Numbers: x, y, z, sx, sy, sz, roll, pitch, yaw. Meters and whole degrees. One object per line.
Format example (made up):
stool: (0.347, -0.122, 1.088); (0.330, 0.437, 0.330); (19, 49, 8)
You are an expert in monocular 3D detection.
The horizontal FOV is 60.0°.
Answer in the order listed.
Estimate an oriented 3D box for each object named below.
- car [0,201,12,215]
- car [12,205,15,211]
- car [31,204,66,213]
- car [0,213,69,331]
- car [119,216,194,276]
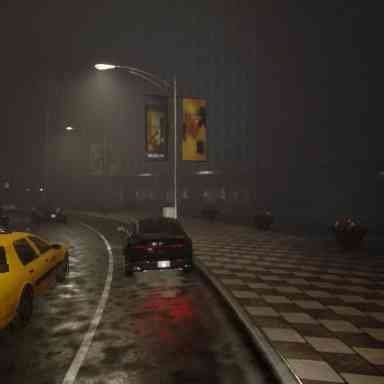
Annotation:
car: (-12.290, 1.514, 20.397); (1.812, 1.442, 4.674); (0, 0, -30)
car: (-20.607, 1.581, 34.915); (4.718, 1.301, 1.895); (0, 0, 37)
car: (-10.214, 1.554, 23.580); (1.994, 1.385, 4.181); (0, 0, -32)
car: (-3.799, 1.452, 6.642); (1.801, 1.575, 5.366); (0, 0, -9)
car: (-1.230, 1.503, 10.445); (1.837, 1.490, 4.892); (0, 0, -13)
